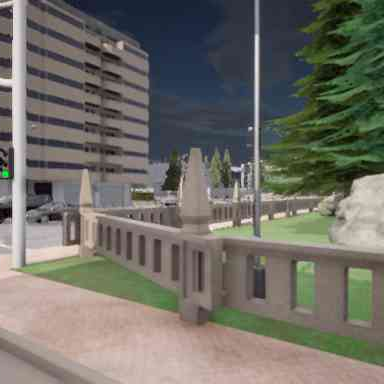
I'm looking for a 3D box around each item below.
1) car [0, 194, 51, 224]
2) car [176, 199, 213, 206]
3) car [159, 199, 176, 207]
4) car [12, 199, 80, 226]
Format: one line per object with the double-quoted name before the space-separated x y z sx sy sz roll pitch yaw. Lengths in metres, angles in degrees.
"car" -13.184 1.201 25.039 2.150 2.045 5.566 0 0 34
"car" 0.696 1.472 39.290 2.128 1.511 4.902 0 0 34
"car" -2.006 1.572 41.545 1.895 1.301 4.718 0 0 34
"car" -9.725 1.480 23.903 2.128 1.511 4.902 0 0 34
